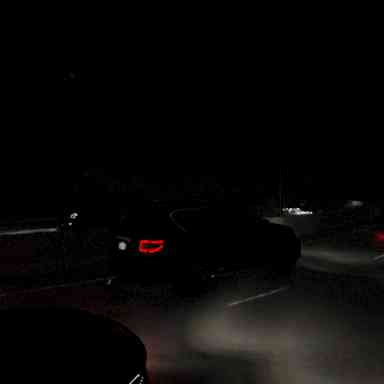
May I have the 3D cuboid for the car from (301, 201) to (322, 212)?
[{"bbox_3d":[15.837,1.896,44.023,1.994,1.385,4.181,0,-1,28],"label":"car"}]

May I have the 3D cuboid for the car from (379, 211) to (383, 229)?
[{"bbox_3d":[13.782,1.629,21.985,2.128,1.511,4.902,0,0,40],"label":"car"}]

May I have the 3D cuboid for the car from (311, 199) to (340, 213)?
[{"bbox_3d":[13.641,1.721,33.673,2.128,1.511,4.902,0,-1,34],"label":"car"}]

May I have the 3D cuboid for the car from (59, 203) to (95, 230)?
[{"bbox_3d":[-6.207,1.454,21.747,4.553,1.767,2.097,0,-1,-42],"label":"car"}]

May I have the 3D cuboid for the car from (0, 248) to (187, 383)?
[{"bbox_3d":[-2.653,1.485,2.051,5.008,1.535,1.882,0,0,-35],"label":"car"}]

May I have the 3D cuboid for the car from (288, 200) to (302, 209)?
[{"bbox_3d":[17.043,2.018,54.968,1.994,1.385,4.181,0,-1,21],"label":"car"}]

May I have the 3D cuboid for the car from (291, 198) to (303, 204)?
[{"bbox_3d":[26.354,2.303,83.833,1.994,1.385,4.181,0,-1,3],"label":"car"}]

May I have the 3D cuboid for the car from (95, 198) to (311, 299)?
[{"bbox_3d":[0.579,1.264,8.850,5.566,2.045,2.150,0,0,-39],"label":"car"}]
